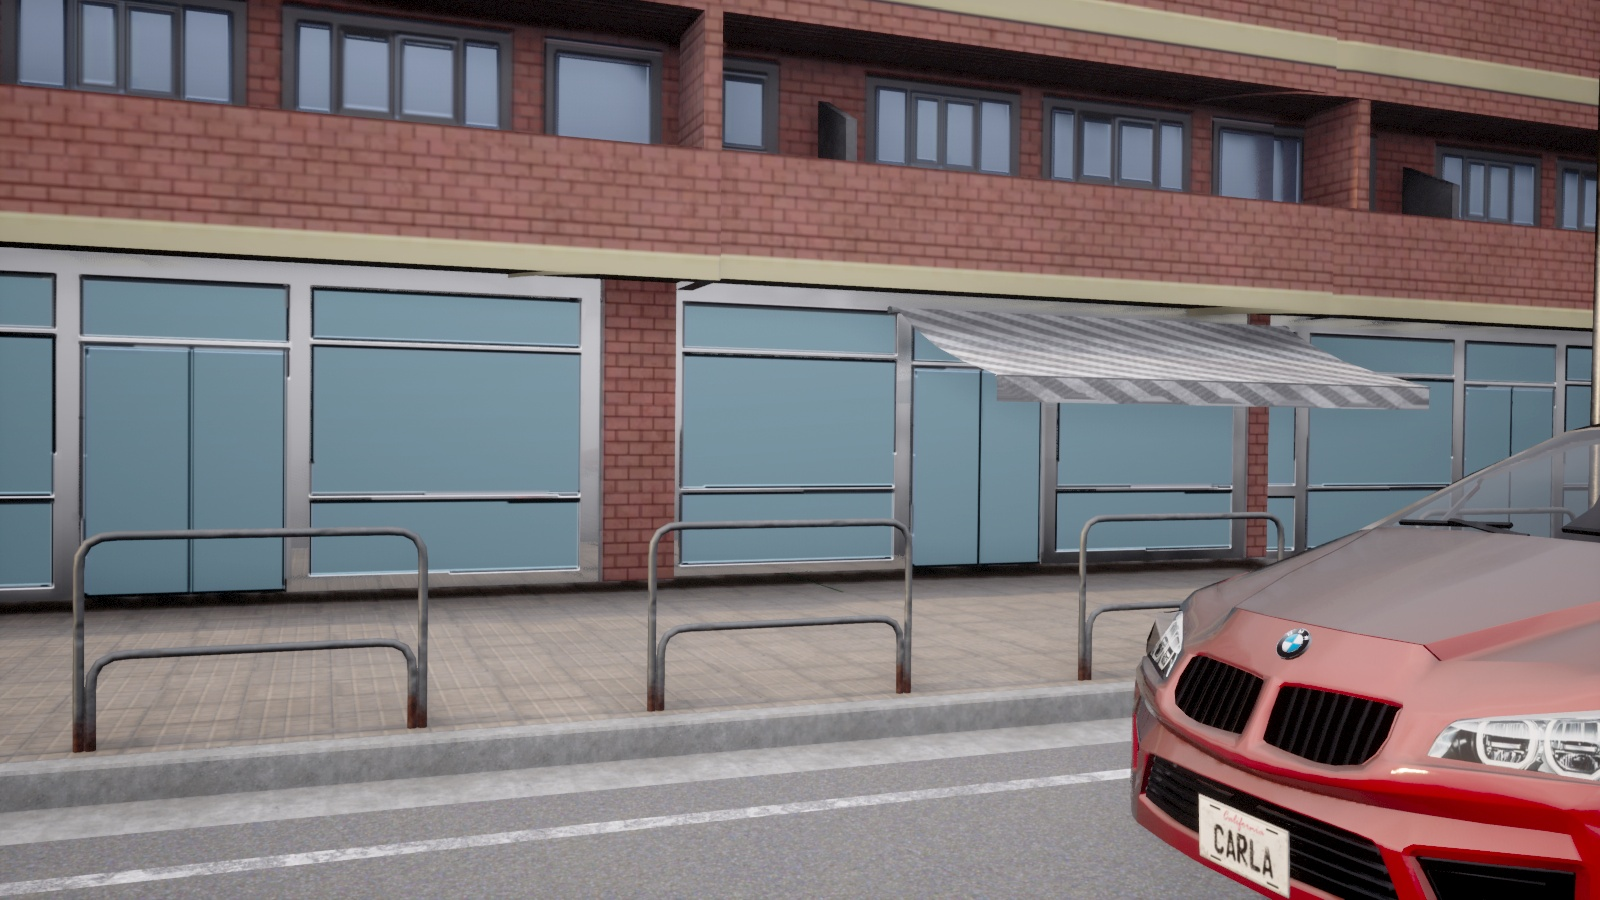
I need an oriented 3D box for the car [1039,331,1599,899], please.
[{"bbox_3d":[3.469,0.531,4.556,4.611,1.667,2.242,-1,1,-21],"label":"car"}]
